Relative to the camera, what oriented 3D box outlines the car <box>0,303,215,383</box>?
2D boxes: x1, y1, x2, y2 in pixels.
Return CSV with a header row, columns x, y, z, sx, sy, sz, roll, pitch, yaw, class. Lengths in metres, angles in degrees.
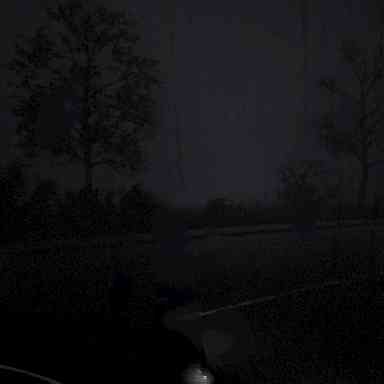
x,y,z,sx,sy,sz,roll,pitch,yaw,class
-2.044,1.501,2.146,4.892,1.490,1.837,-1,0,-35,car
